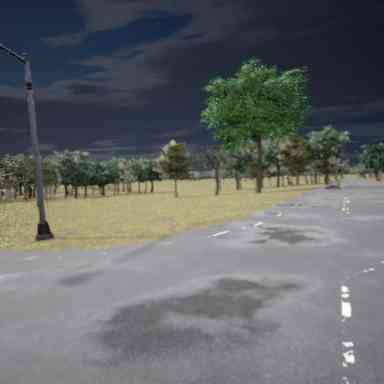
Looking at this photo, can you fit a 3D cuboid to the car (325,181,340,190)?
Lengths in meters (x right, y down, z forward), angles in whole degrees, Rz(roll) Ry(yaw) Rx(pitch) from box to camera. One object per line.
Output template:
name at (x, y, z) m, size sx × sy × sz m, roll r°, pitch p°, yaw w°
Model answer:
car at (21.514, -1.020, 50.835) m, size 1.994 × 1.385 × 4.181 m, roll -1°, pitch 2°, yaw 25°
